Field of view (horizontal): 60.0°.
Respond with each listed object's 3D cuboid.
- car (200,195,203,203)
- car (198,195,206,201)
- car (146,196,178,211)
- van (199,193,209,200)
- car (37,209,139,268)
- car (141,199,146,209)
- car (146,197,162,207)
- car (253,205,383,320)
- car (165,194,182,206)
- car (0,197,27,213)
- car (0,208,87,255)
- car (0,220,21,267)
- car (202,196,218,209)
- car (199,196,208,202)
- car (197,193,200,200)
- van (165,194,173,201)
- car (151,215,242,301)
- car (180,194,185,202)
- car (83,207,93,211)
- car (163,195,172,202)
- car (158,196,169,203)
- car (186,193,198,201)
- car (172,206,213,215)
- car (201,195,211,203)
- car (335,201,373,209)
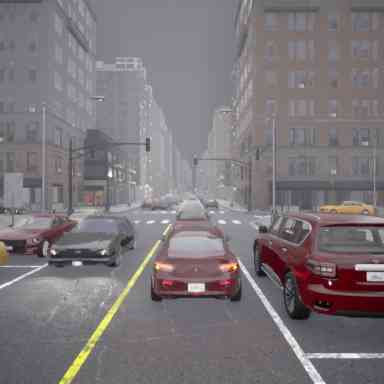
[{"bbox_3d":[2.704,1.597,56.855,1.802,1.307,4.206,1,0,0],"label":"car"},{"bbox_3d":[2.721,1.599,90.895,1.947,1.339,4.313,1,0,0],"label":"car"},{"bbox_3d":[-3.509,1.557,40.268,2.033,1.411,5.357,0,0,8],"label":"car"},{"bbox_3d":[2.710,1.358,62.529,1.690,1.788,3.998,1,0,0],"label":"van"},{"bbox_3d":[-3.095,1.550,11.622,2.033,1.411,5.357,0,0,0],"label":"car"},{"bbox_3d":[-5.827,1.555,45.522,1.887,1.381,4.507,1,0,0],"label":"car"},{"bbox_3d":[-5.824,1.557,51.195,1.887,1.381,4.507,1,0,0],"label":"car"},{"bbox_3d":[2.683,1.317,7.240,2.192,1.841,5.009,1,0,0],"label":"car"},{"bbox_3d":[-3.061,1.518,54.181,1.837,1.490,4.892,0,0,0],"label":"car"},{"bbox_3d":[-17.245,1.198,29.697,4.553,1.767,2.097,1,-1,0],"label":"car"},{"bbox_3d":[-5.843,1.547,12.877,1.887,1.381,4.507,1,0,0],"label":"car"},{"bbox_3d":[-5.845,1.527,7.083,1.752,1.417,4.829,1,0,0],"label":"car"},{"bbox_3d":[2.699,1.593,45.508,1.802,1.307,4.206,1,0,0],"label":"car"},{"bbox_3d":[2.716,1.608,79.548,1.802,1.307,4.206,1,0,0],"label":"car"},{"bbox_3d":[2.713,1.335,68.202,2.192,1.841,5.009,1,0,0],"label":"car"},{"bbox_3d":[-5.805,1.371,85.232,1.690,1.788,3.998,1,0,0],"label":"van"},{"bbox_3d":[0.090,1.528,8.197,1.812,1.442,4.674,0,0,0],"label":"car"},{"bbox_3d":[-2.964,1.573,69.410,1.994,1.385,4.181,0,0,0],"label":"car"},{"bbox_3d":[-5.840,1.529,18.332,1.752,1.417,4.829,1,0,0],"label":"car"},{"bbox_3d":[-5.808,1.466,79.559,1.967,1.590,4.097,1,0,0],"label":"car"},{"bbox_3d":[-5.815,1.602,68.213,1.802,1.307,4.206,1,0,0],"label":"car"},{"bbox_3d":[0.044,1.570,85.243,2.033,1.411,5.357,0,0,0],"label":"car"},{"bbox_3d":[0.072,1.605,17.375,1.895,1.301,4.718,0,0,0],"label":"car"},{"bbox_3d":[2.702,1.594,51.182,1.802,1.307,4.206,1,0,0],"label":"car"},{"bbox_3d":[15.141,1.641,32.697,5.008,1.535,1.882,0,-1,1],"label":"car"}]
